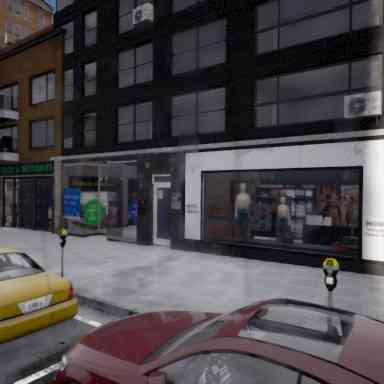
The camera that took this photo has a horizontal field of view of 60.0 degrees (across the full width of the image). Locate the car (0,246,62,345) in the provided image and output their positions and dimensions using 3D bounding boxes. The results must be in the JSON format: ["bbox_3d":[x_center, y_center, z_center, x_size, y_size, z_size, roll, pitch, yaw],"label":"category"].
[{"bbox_3d":[-4.054,1.523,5.969,4.829,1.417,1.752,0,1,36],"label":"car"}]

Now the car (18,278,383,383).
[{"bbox_3d":[0.632,1.582,2.627,4.206,1.307,1.802,0,1,36],"label":"car"}]
